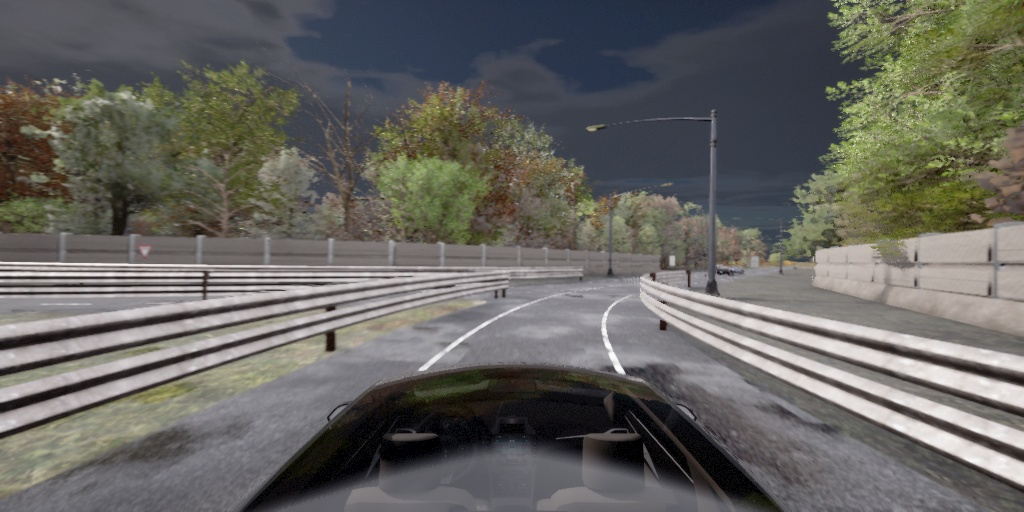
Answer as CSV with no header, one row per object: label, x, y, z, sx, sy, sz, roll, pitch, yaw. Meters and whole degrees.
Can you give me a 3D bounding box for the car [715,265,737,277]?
car,32.125,2.258,54.174,1.882,1.535,5.008,1,-1,40
